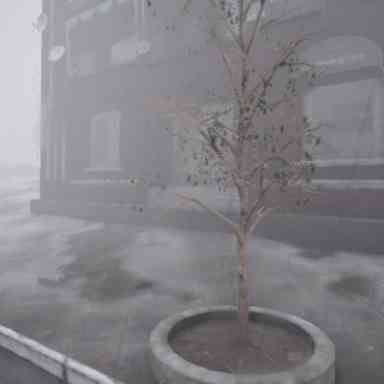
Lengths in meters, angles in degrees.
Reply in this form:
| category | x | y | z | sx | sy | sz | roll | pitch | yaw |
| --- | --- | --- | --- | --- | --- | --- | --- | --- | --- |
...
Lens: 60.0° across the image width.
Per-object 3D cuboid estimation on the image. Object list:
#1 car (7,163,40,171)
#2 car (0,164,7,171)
| category | x | y | z | sx | sy | sz | roll | pitch | yaw |
| --- | --- | --- | --- | --- | --- | --- | --- | --- | --- |
| car | -23.137 | -3.369 | 46.829 | 4.892 | 1.521 | 2.231 | 1 | 1 | 27 |
| car | -27.969 | -3.431 | 49.287 | 4.674 | 1.452 | 2.002 | 1 | 1 | 28 |
